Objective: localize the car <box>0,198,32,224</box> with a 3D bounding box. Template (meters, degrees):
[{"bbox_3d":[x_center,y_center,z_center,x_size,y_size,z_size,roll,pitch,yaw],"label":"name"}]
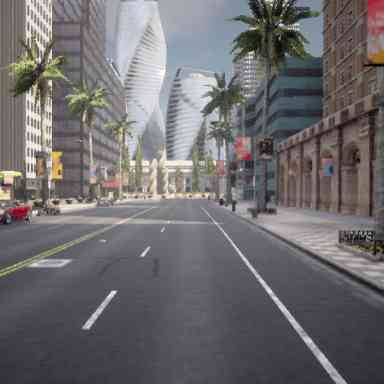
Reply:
[{"bbox_3d":[-13.619,1.351,24.278,2.185,1.767,4.553,0,0,-1],"label":"car"}]

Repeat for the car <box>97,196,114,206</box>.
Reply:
[{"bbox_3d":[-13.925,1.479,53.652,2.231,1.521,4.892,0,0,-1],"label":"car"}]

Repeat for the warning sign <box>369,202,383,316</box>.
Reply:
[{"bbox_3d":[3.800,1.112,5.388,1.300,1.860,1.060,0,0,0],"label":"warning sign"}]
